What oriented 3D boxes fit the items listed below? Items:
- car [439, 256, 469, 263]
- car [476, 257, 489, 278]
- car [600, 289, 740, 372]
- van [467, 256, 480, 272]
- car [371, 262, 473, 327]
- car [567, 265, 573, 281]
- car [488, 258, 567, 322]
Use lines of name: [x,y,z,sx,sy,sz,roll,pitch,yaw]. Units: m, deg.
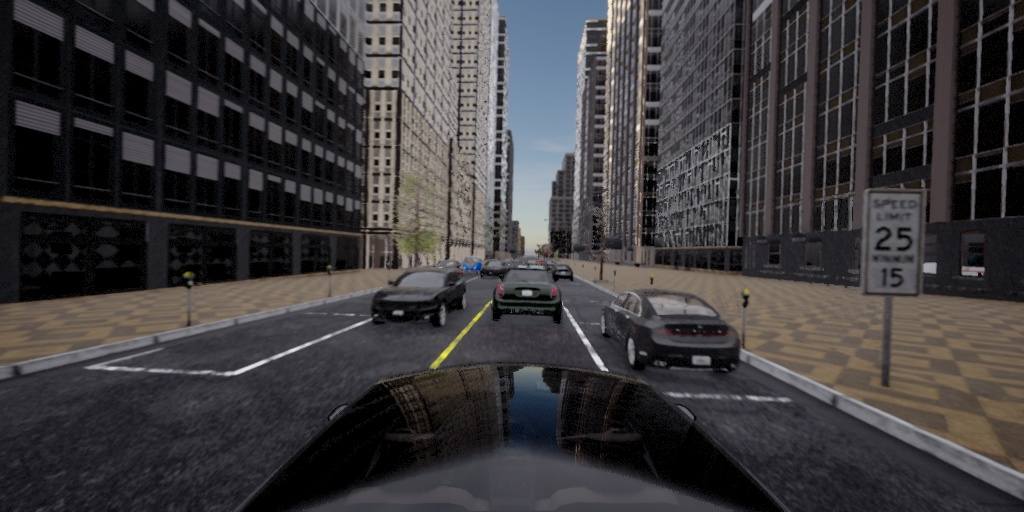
car: [-4.556,1.014,25.059,1.967,1.591,4.097,0,0,3]
car: [-1.568,1.116,31.353,1.882,1.535,5.008,2,0,3]
car: [3.019,1.367,7.688,2.007,1.370,4.403,0,0,3]
van: [-3.945,0.904,36.325,1.690,1.789,3.998,0,0,3]
car: [-2.685,1.133,11.383,1.882,1.535,5.008,2,0,3]
car: [4.115,1.358,30.230,1.948,1.339,4.313,0,0,3]
car: [0.561,1.091,12.486,2.097,1.767,4.553,2,0,3]
